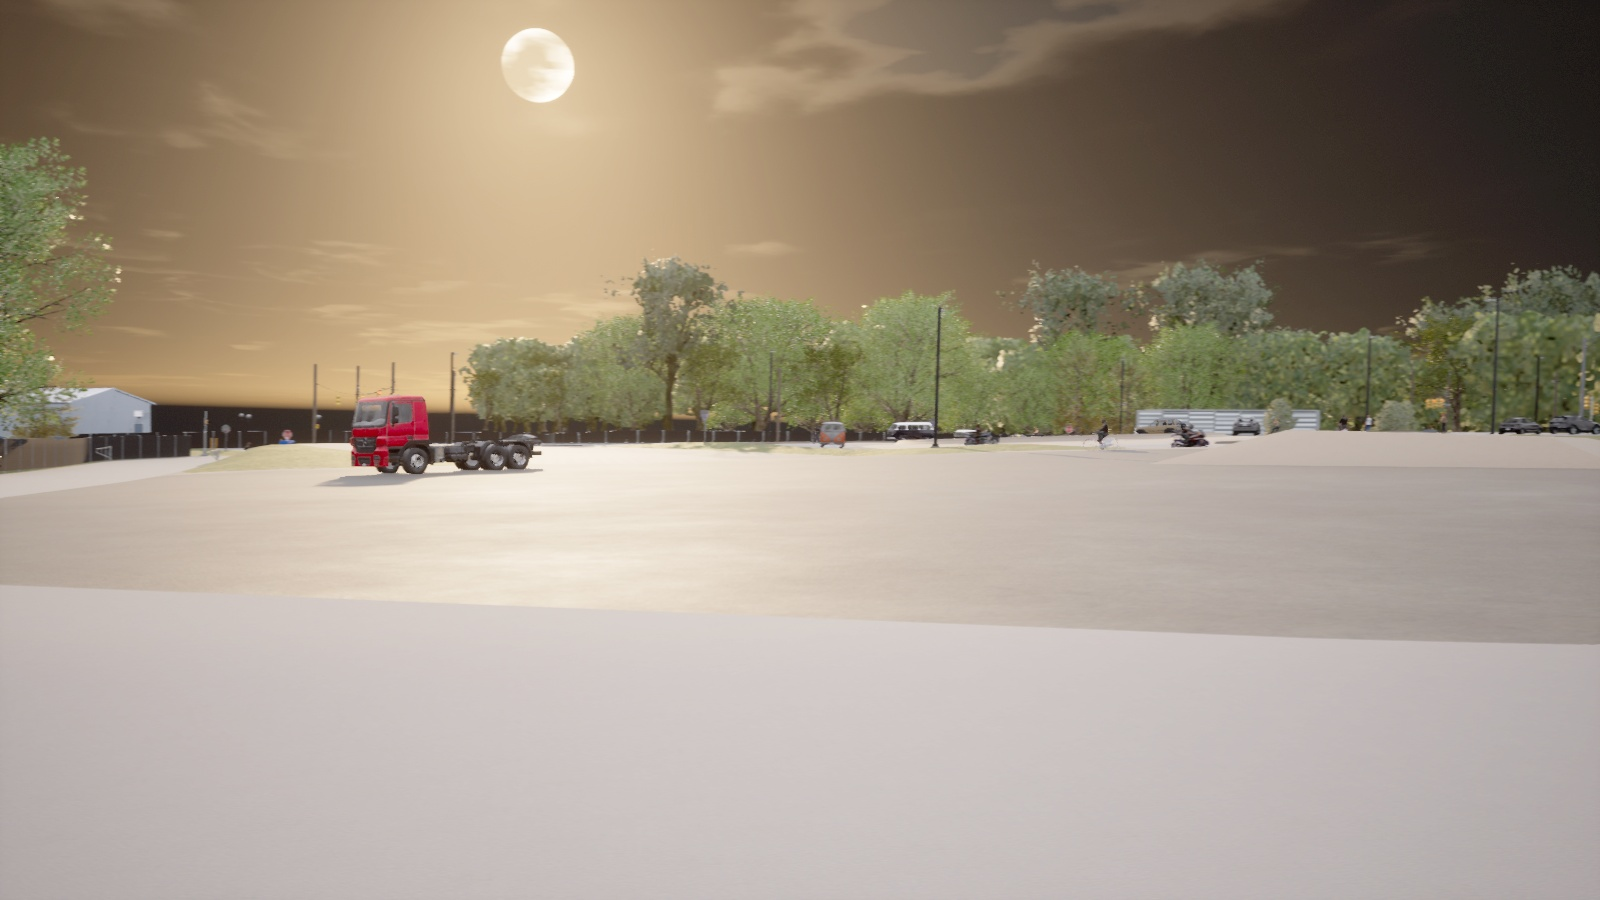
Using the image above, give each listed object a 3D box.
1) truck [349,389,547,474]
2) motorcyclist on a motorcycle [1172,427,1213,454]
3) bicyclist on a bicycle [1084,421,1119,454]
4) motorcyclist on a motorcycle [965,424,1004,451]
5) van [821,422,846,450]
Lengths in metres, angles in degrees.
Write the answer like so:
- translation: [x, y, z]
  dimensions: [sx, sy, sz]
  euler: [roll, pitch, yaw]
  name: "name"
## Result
- translation: [-15.351, -0.859, 55.284]
  dimensions: [2.891, 3.462, 7.936]
  euler: [0, 1, 45]
  name: "truck"
- translation: [23.406, -0.573, 74.833]
  dimensions: [2.191, 1.530, 0.866]
  euler: [1, 4, 31]
  name: "motorcyclist on a motorcycle"
- translation: [16.400, -0.680, 68.405]
  dimensions: [1.843, 1.776, 0.659]
  euler: [0, 2, 13]
  name: "bicyclist on a bicycle"
- translation: [12.159, -0.821, 82.719]
  dimensions: [2.350, 1.649, 0.766]
  euler: [-2, -1, 26]
  name: "motorcyclist on a motorcycle"
- translation: [2.531, -1.073, 93.527]
  dimensions: [1.775, 1.987, 4.442]
  euler: [2, 1, 2]
  name: "van"
